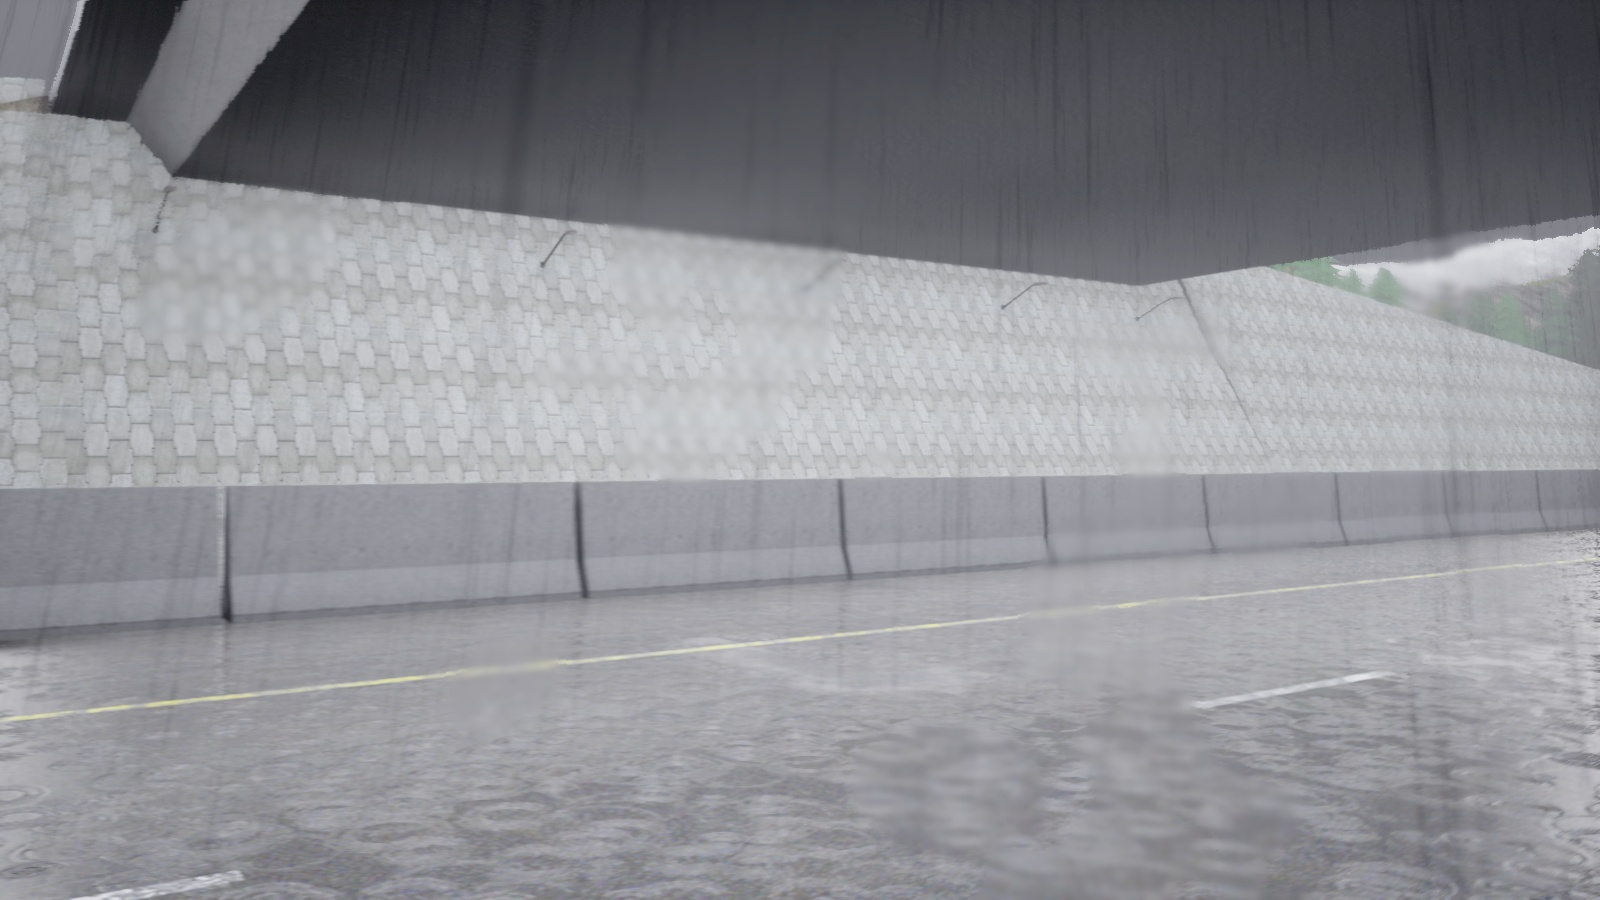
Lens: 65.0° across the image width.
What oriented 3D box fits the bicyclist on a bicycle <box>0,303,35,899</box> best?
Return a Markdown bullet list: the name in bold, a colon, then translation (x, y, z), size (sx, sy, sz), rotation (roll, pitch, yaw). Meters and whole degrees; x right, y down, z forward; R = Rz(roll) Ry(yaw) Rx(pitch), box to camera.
- **bicyclist on a bicycle**: translation (-2.339, 0.625, 2.031), size (1.843, 1.776, 0.659), rotation (0, 0, -35)
